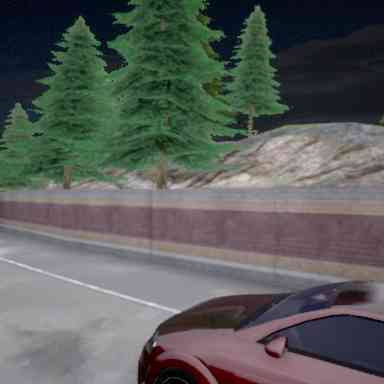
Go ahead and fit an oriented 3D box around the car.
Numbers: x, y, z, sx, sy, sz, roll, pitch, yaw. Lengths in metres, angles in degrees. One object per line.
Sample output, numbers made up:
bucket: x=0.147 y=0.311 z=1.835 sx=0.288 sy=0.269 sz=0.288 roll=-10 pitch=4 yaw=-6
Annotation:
car: x=1.485 y=1.575 z=3.035 sx=4.181 sy=1.385 sz=1.994 roll=0 pitch=0 yaw=36
